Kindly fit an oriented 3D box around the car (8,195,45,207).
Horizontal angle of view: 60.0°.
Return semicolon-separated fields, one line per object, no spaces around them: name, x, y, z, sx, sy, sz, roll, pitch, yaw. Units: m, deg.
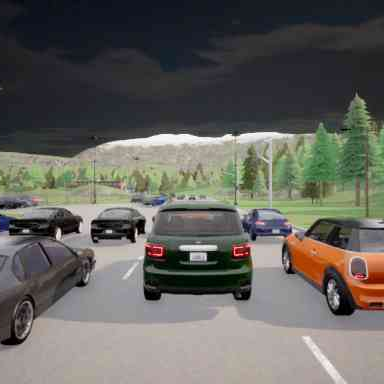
car;-25.284;1.351;50.858;4.553;1.767;2.097;0;0;-2

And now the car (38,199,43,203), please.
car;-24.089;1.525;47.380;4.674;1.442;1.812;0;0;-2

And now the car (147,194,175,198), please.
car;-4.292;1.477;51.562;1.882;1.535;5.008;1;0;29

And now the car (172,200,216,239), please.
car;0.109;1.352;18.004;2.097;1.767;4.553;0;0;0

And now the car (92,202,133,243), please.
car;-3.392;1.477;16.111;1.882;1.535;5.008;0;0;0

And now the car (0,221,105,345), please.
car;-3.400;1.547;6.284;2.033;1.411;5.357;0;0;0

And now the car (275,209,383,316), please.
car;3.600;1.352;7.683;2.097;1.767;4.553;0;0;0

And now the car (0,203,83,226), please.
car;-6.892;1.477;16.281;1.882;1.535;5.008;0;0;0

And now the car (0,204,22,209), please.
car;-10.392;1.525;16.312;1.812;1.442;4.674;0;0;0

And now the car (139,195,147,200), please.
car;-6.126;1.547;55.012;2.033;1.411;5.357;0;0;21

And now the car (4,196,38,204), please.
car;-23.393;1.352;43.942;4.553;1.767;2.097;0;0;-3

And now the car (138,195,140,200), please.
car;-7.685;1.547;61.477;2.033;1.411;5.357;0;0;10

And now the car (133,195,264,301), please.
car;0.107;1.221;8.482;2.150;2.045;5.566;0;0;0

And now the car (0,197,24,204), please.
car;-23.531;1.600;40.376;4.718;1.301;1.895;0;0;-2

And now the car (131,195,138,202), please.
car;-10.802;1.351;66.954;2.097;1.767;4.553;0;0;5

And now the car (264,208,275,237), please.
car;3.610;1.526;16.583;1.812;1.442;4.674;0;0;0
